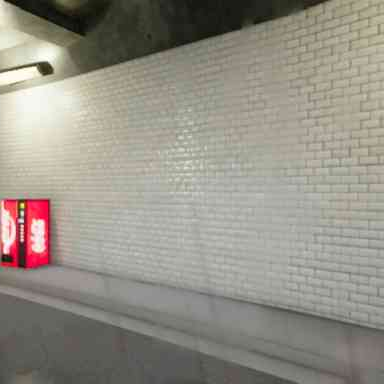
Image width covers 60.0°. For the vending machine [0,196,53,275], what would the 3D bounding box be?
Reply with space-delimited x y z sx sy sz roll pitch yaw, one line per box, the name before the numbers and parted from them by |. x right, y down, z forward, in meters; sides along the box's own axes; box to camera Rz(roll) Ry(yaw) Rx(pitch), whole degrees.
vending machine | -4.801 1.186 9.626 0.880 2.100 1.100 0 0 30
